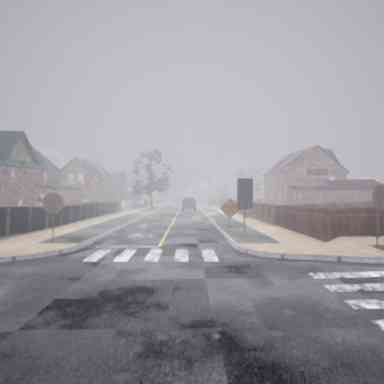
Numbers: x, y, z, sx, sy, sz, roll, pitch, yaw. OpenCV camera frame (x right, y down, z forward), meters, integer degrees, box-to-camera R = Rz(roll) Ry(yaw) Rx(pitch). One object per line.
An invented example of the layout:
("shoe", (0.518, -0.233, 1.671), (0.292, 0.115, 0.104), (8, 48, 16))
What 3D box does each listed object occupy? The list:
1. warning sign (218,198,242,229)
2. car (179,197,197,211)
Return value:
("warning sign", (2.399, 1.325, 21.002), (1.300, 1.860, 1.060), (2, 1, -1))
("car", (-0.461, 1.798, 49.514), (2.150, 2.045, 5.566), (0, -1, -1))
